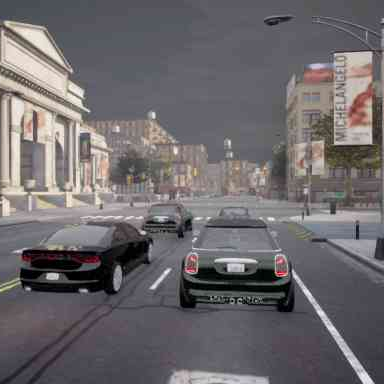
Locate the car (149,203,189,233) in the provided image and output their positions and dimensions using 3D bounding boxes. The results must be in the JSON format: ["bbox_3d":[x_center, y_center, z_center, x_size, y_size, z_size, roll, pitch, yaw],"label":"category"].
[{"bbox_3d":[-1.196,1.352,18.009,2.097,1.767,4.553,0,0,8],"label":"car"}]

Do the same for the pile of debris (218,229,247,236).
[{"bbox_3d":[2.221,2.175,18.040,1.500,0.140,1.860,0,0,8],"label":"pile of debris"}]

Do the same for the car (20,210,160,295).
[{"bbox_3d":[-2.395,1.478,8.877,1.882,1.535,5.008,0,0,7],"label":"car"}]

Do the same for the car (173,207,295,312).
[{"bbox_3d":[1.023,1.352,7.956,2.097,1.767,4.553,0,0,7],"label":"car"}]

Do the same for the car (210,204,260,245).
[{"bbox_3d":[2.163,1.489,16.803,2.128,1.511,4.902,0,0,8],"label":"car"}]
